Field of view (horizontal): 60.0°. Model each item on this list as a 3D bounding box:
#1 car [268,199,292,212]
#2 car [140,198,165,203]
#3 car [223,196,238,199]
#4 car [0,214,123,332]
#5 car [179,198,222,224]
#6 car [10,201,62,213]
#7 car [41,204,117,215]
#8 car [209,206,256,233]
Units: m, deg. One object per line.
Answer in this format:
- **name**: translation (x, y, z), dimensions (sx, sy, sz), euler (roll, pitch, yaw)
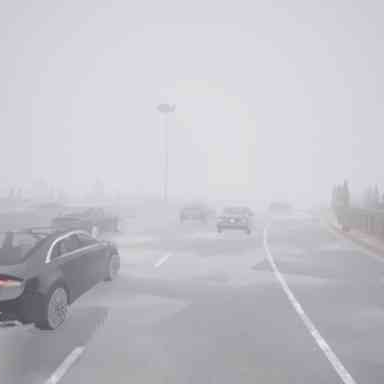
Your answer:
- **car**: translation (10.284, 1.522, 39.024), dimensions (1.812, 1.442, 4.674), euler (0, 0, 28)
- **car**: translation (-6.201, 1.580, 53.009), dimensions (1.895, 1.301, 4.718), euler (0, 0, 29)
- **car**: translation (7.071, 1.446, 62.213), dimensions (1.882, 1.535, 5.008), euler (0, 0, 30)
- **car**: translation (-2.942, 1.460, 6.806), dimensions (2.128, 1.511, 4.902), euler (0, 0, 5)
- **car**: translation (0.527, 1.451, 24.575), dimensions (2.128, 1.511, 4.902), euler (0, 0, 16)
- **car**: translation (-10.778, 1.428, 23.770), dimensions (1.837, 1.490, 4.892), euler (0, 0, 15)
- **car**: translation (-5.060, 1.450, 16.615), dimensions (1.837, 1.490, 4.892), euler (0, 0, 10)
- **car**: translation (2.636, 1.517, 19.349), dimensions (2.033, 1.411, 5.357), euler (0, 0, 14)
